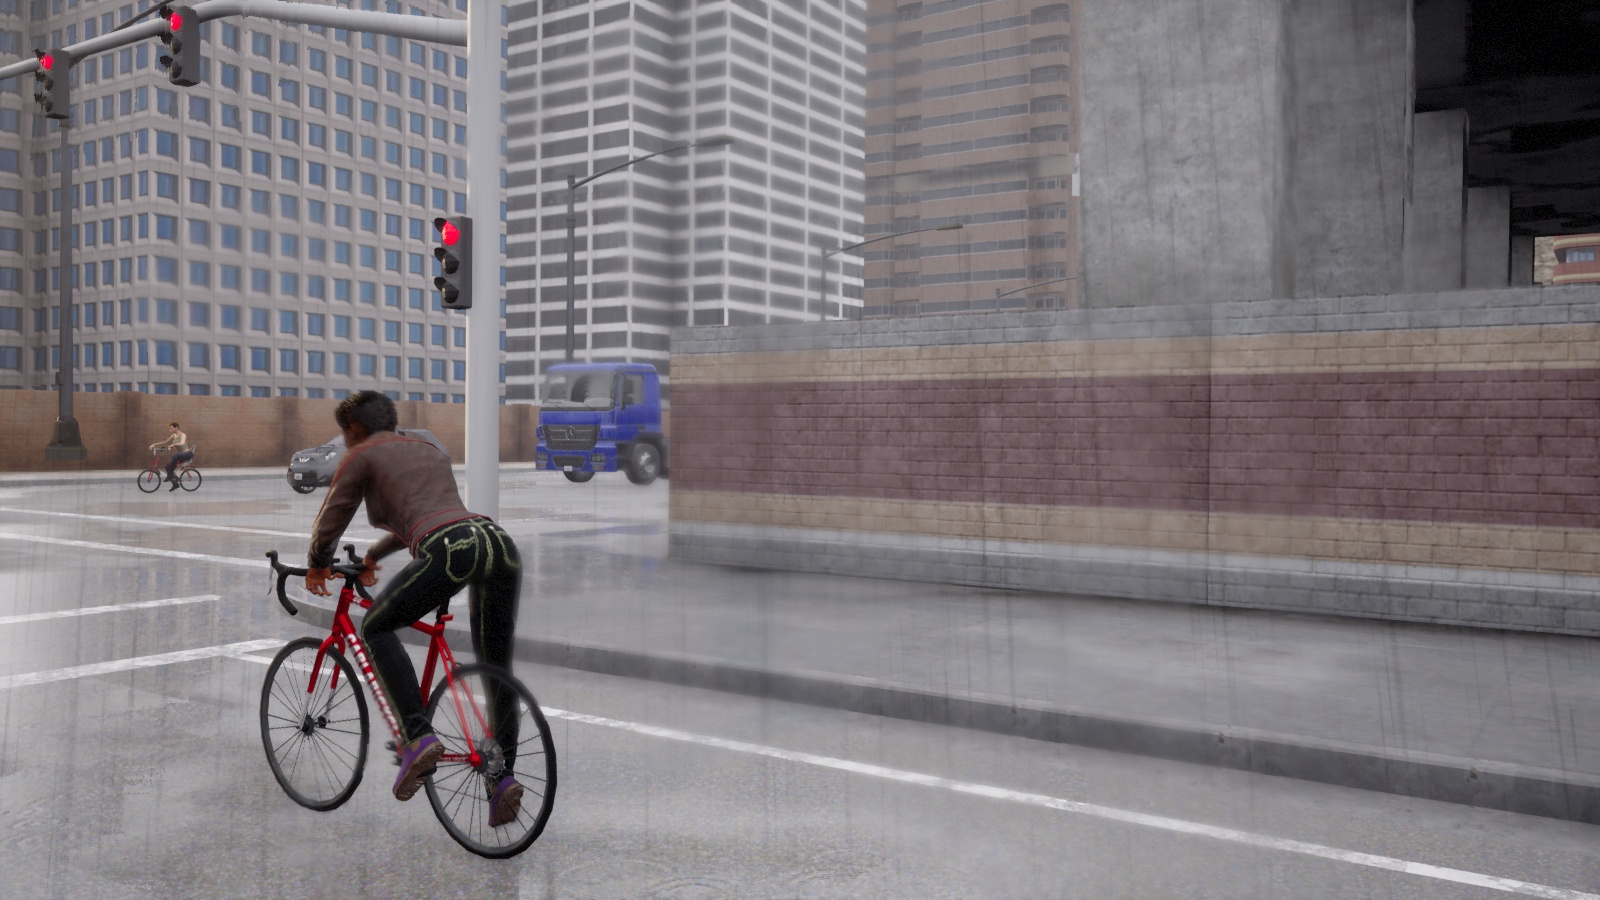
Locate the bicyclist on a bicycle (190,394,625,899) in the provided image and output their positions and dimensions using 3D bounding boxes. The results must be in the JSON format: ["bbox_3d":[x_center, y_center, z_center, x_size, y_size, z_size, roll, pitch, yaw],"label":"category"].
[{"bbox_3d":[-1.472,0.635,4.599,1.656,1.620,0.582,0,1,34],"label":"bicyclist on a bicycle"}]

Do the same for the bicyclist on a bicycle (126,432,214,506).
[{"bbox_3d":[-14.201,0.410,28.329,0.866,1.612,1.509,0,1,34],"label":"bicyclist on a bicycle"}]

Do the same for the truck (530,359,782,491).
[{"bbox_3d":[-4.016,-0.721,37.134,2.891,3.462,7.936,0,1,34],"label":"truck"}]

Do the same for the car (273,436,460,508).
[{"bbox_3d":[-9.798,0.444,28.592,1.845,1.501,3.633,0,1,34],"label":"car"}]
